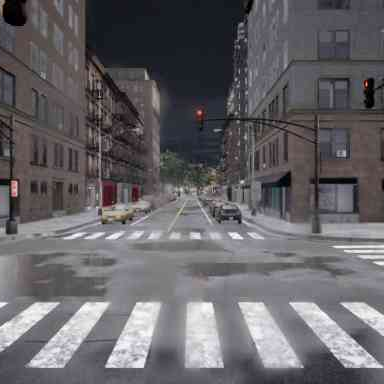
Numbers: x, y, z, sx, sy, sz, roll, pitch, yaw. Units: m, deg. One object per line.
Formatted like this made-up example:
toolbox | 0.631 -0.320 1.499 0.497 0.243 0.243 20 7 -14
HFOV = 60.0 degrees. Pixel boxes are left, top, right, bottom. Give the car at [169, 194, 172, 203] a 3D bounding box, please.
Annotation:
car | -5.389 1.574 63.040 1.947 1.339 4.313 0 0 0

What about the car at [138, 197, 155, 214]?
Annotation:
car | -5.405 1.528 35.459 1.752 1.417 4.829 0 0 0

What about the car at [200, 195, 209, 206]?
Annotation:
car | 2.648 1.557 52.073 2.008 1.369 4.403 0 0 0

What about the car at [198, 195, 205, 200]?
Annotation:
car | 2.657 1.597 90.447 1.802 1.307 4.206 0 0 0

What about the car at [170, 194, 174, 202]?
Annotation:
car | -5.385 1.324 68.522 2.192 1.841 5.009 0 0 0

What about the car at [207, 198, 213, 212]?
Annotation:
car | 2.643 1.547 30.145 1.887 1.381 4.507 0 0 0

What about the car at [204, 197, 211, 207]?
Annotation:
car | 2.644 1.554 35.627 2.008 1.369 4.403 0 0 0

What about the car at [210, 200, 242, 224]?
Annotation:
car | 2.642 1.552 24.664 2.008 1.369 4.403 0 0 0

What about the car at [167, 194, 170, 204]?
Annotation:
car | -5.392 1.557 57.557 2.008 1.369 4.403 0 0 0

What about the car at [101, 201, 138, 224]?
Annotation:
car | -5.411 1.527 24.495 1.752 1.417 4.829 0 0 0

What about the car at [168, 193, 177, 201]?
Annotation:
car | -5.373 1.330 90.450 2.192 1.841 5.009 0 0 0

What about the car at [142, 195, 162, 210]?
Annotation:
car | -5.401 1.319 41.111 2.192 1.841 5.009 0 0 0

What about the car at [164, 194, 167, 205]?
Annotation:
car | -5.395 1.446 52.075 1.967 1.590 4.097 0 0 0

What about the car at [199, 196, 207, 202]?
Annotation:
car | 2.654 1.556 79.483 1.887 1.381 4.507 0 0 0

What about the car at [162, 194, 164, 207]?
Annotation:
car | -5.398 1.445 46.593 1.967 1.590 4.097 0 0 0
